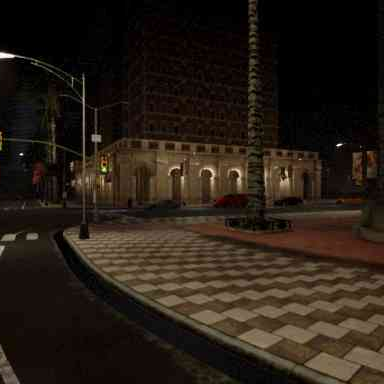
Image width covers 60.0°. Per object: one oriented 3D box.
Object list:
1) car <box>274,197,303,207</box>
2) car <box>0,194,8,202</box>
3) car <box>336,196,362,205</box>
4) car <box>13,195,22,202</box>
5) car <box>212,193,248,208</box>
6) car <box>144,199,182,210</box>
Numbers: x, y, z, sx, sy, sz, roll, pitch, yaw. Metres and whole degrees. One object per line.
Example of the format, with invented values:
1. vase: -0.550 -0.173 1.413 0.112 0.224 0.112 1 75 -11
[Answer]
1. car: 15.054 1.475 52.067 5.008 1.535 1.882 0 0 -26
2. car: -44.976 1.349 78.218 2.097 1.767 4.553 0 0 -27
3. car: 27.439 1.475 58.169 5.008 1.535 1.882 0 0 -26
4. car: -41.786 1.589 79.662 1.895 1.301 4.718 0 0 -27
5. car: 5.614 1.219 47.434 5.566 2.045 2.150 0 0 -26
6. car: -3.753 1.598 42.844 4.718 1.301 1.895 0 0 -26
